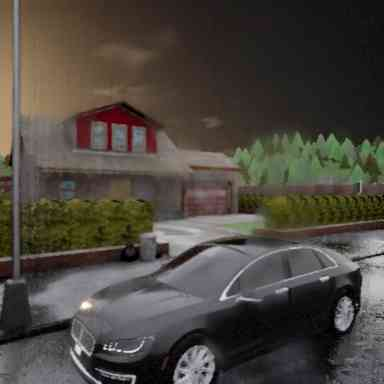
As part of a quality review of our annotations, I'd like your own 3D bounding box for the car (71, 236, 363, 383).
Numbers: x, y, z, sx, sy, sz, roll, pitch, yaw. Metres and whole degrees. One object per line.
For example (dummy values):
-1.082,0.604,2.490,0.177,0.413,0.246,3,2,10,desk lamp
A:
0.717,1.502,5.102,4.892,1.490,1.837,0,0,-35,car
